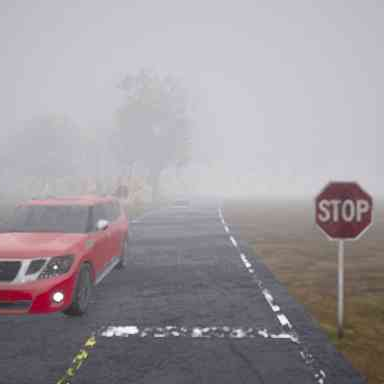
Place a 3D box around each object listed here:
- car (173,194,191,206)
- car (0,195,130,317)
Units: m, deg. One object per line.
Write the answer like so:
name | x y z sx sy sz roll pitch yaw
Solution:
car | -1.162 0.997 40.836 1.994 1.385 4.181 0 1 5
car | -2.905 1.124 7.598 2.150 2.045 5.566 0 1 1
